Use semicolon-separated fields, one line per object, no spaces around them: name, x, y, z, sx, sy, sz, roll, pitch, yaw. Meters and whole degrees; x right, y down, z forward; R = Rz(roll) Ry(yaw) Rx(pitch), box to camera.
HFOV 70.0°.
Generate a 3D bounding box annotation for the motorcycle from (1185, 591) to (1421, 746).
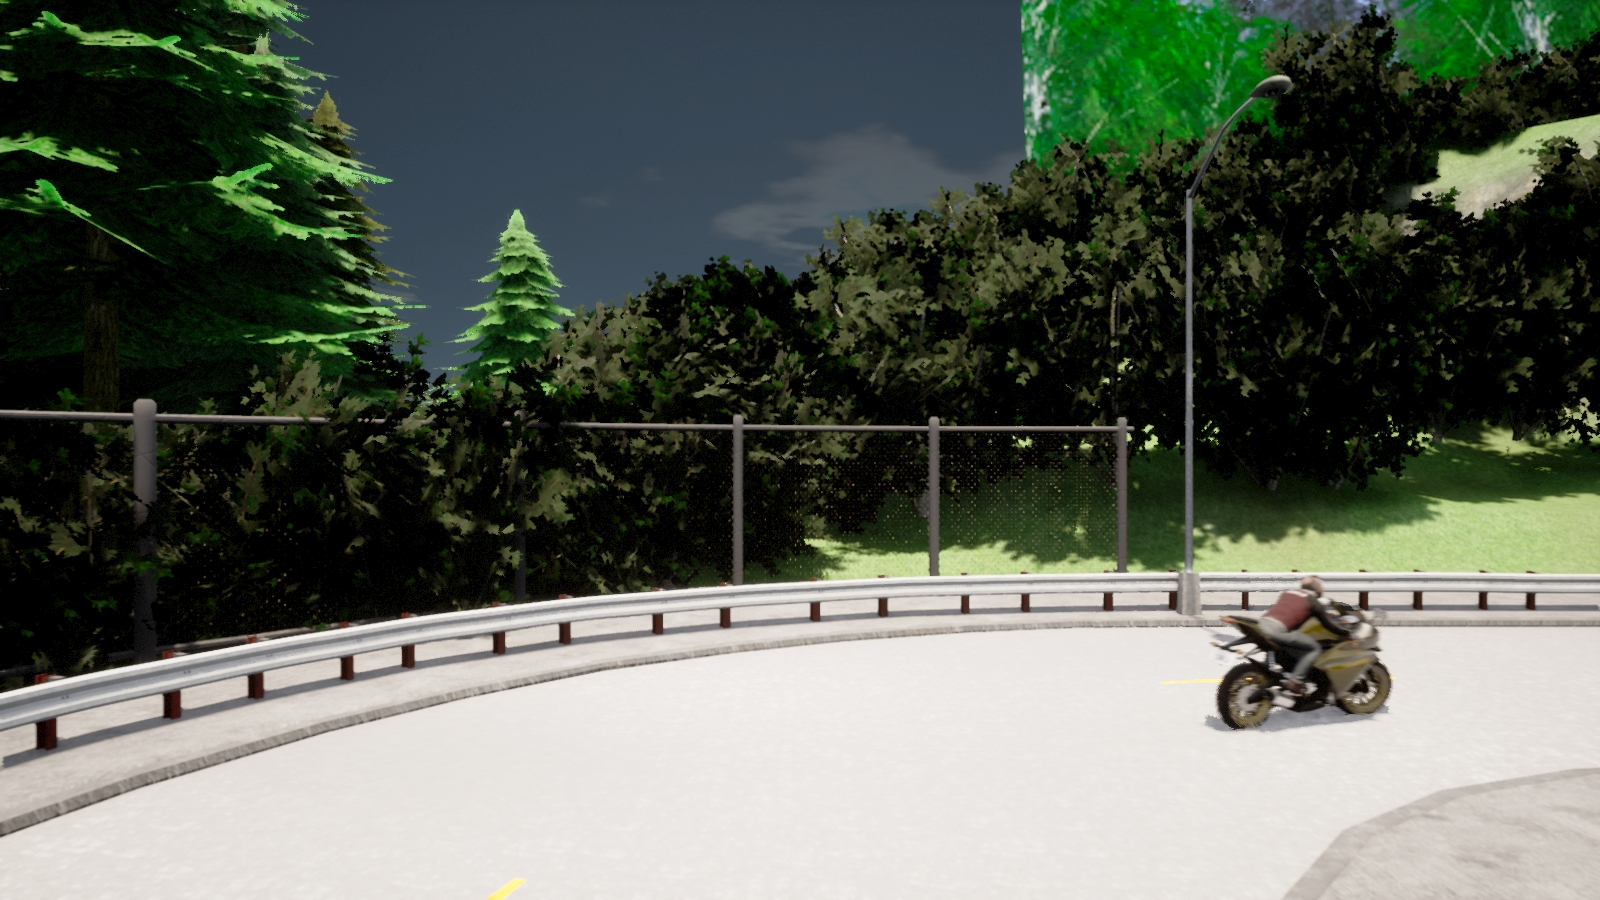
motorcycle;5.172;2.192;11.757;2.209;1.251;0.867;0;3;-22
